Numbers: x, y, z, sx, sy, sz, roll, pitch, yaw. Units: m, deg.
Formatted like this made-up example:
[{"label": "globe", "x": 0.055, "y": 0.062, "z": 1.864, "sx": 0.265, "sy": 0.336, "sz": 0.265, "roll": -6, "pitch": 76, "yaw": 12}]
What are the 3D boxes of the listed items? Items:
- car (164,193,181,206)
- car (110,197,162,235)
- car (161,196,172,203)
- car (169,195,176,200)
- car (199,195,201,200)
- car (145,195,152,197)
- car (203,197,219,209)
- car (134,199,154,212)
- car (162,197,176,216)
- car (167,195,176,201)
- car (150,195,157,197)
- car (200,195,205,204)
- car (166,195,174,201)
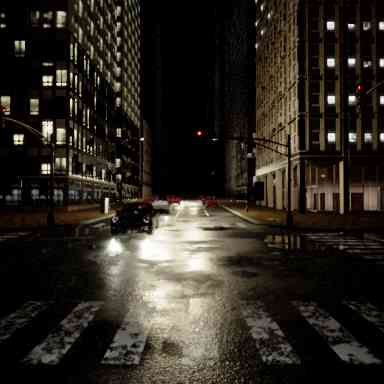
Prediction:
[{"label": "car", "x": -3.000, "y": 1.246, "z": 55.455, "sx": 2.150, "sy": 2.045, "sz": 5.566, "roll": 0, "pitch": 0, "yaw": -1}, {"label": "car", "x": -3.073, "y": 1.358, "z": 18.566, "sx": 2.097, "sy": 1.767, "sz": 4.553, "roll": 0, "pitch": 0, "yaw": 0}, {"label": "car", "x": -5.568, "y": 1.574, "z": 72.861, "sx": 1.887, "sy": 1.381, "sz": 4.507, "roll": 1, "pitch": 0, "yaw": 0}, {"label": "car", "x": -5.535, "y": 1.605, "z": 95.162, "sx": 1.947, "sy": 1.339, "sz": 4.313, "roll": 1, "pitch": 0, "yaw": 0}, {"label": "car", "x": 2.795, "y": 1.590, "z": 61.768, "sx": 1.947, "sy": 1.339, "sz": 4.313, "roll": 1, "pitch": 0, "yaw": 0}, {"label": "car", "x": -5.624, "y": 1.453, "z": 33.835, "sx": 1.967, "sy": 1.590, "sz": 4.097, "roll": 1, "pitch": 0, "yaw": 0}, {"label": "car", "x": 2.770, "y": 1.599, "z": 45.035, "sx": 1.802, "sy": 1.307, "sz": 4.206, "roll": 1, "pitch": 0, "yaw": 0}, {"label": "car", "x": -5.619, "y": 1.597, "z": 39.410, "sx": 1.802, "sy": 1.307, "sz": 4.206, "roll": 1, "pitch": 0, "yaw": 0}, {"label": "car", "x": -3.050, "y": 1.560, "z": 33.571, "sx": 2.033, "sy": 1.411, "sz": 5.357, "roll": 0, "pitch": 0, "yaw": 0}, {"label": "car", "x": -5.543, "y": 1.587, "z": 89.587, "sx": 2.008, "sy": 1.369, "sz": 4.403, "roll": 1, "pitch": 0, "yaw": 0}, {"label": "car", "x": -5.605, "y": 1.332, "z": 44.986, "sx": 2.192, "sy": 1.841, "sz": 5.009, "roll": 1, "pitch": 0, "yaw": 0}, {"label": "car", "x": 2.788, "y": 1.547, "z": 56.361, "sx": 1.752, "sy": 1.417, "sz": 4.829, "roll": 1, "pitch": 0, "yaw": 0}, {"label": "car", "x": -5.552, "y": 1.579, "z": 84.012, "sx": 1.887, "sy": 1.381, "sz": 4.507, "roll": 1, "pitch": 0, "yaw": 0}]
